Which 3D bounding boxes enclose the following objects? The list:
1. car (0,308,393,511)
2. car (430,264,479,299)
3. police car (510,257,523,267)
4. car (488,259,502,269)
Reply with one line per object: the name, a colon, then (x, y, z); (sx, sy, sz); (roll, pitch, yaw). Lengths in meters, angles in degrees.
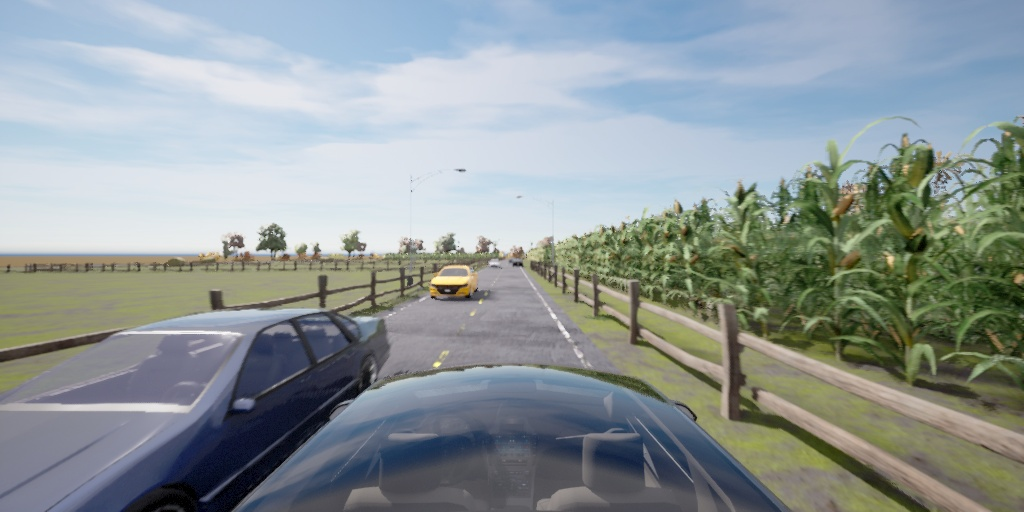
car: (-2.851, 1.294, 3.574); (2.033, 1.411, 5.357); (0, 0, 0)
car: (-2.809, 1.223, 18.247); (1.882, 1.535, 5.008); (0, 1, 0)
police car: (1.043, 1.180, 65.043); (1.930, 1.638, 5.238); (0, 0, 0)
car: (-2.736, 1.275, 57.435); (1.812, 1.442, 4.674); (0, 0, 1)
